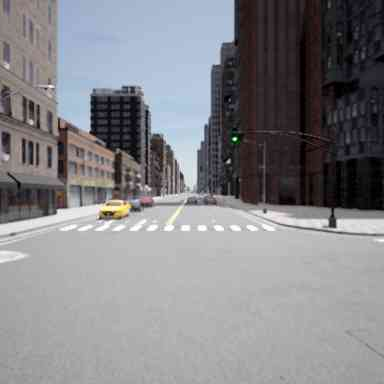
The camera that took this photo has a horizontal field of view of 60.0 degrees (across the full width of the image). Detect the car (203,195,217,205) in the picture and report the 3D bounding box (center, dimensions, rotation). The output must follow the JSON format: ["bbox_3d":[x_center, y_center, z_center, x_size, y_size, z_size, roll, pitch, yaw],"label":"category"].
[{"bbox_3d":[3.262,1.445,57.555,2.128,1.511,4.902,0,0,0],"label":"car"}]

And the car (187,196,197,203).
[{"bbox_3d":[0.014,1.494,68.716,1.994,1.385,4.181,0,0,0],"label":"car"}]

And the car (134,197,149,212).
[{"bbox_3d":[-6.576,1.537,38.021,1.994,1.385,4.181,0,0,1],"label":"car"}]

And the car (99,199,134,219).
[{"bbox_3d":[-6.592,1.457,28.771,1.882,1.535,5.008,0,0,0],"label":"car"}]

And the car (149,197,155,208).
[{"bbox_3d":[-6.553,1.441,48.442,1.882,1.535,5.008,0,0,0],"label":"car"}]

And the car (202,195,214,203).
[{"bbox_3d":[3.264,1.432,67.975,2.128,1.511,4.902,0,0,0],"label":"car"}]

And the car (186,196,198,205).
[{"bbox_3d":[0.035,1.444,58.402,2.128,1.511,4.902,0,0,0],"label":"car"}]
